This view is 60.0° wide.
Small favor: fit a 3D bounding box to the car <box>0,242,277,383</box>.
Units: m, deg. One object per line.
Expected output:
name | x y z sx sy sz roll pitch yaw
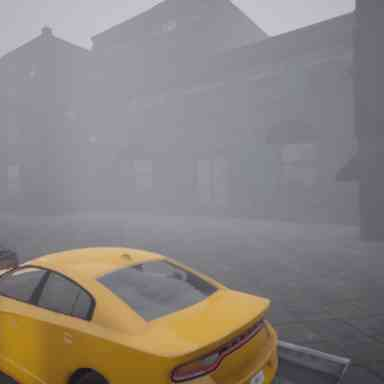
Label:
car | -1.433 1.486 4.363 5.008 1.535 2.097 0 0 36
